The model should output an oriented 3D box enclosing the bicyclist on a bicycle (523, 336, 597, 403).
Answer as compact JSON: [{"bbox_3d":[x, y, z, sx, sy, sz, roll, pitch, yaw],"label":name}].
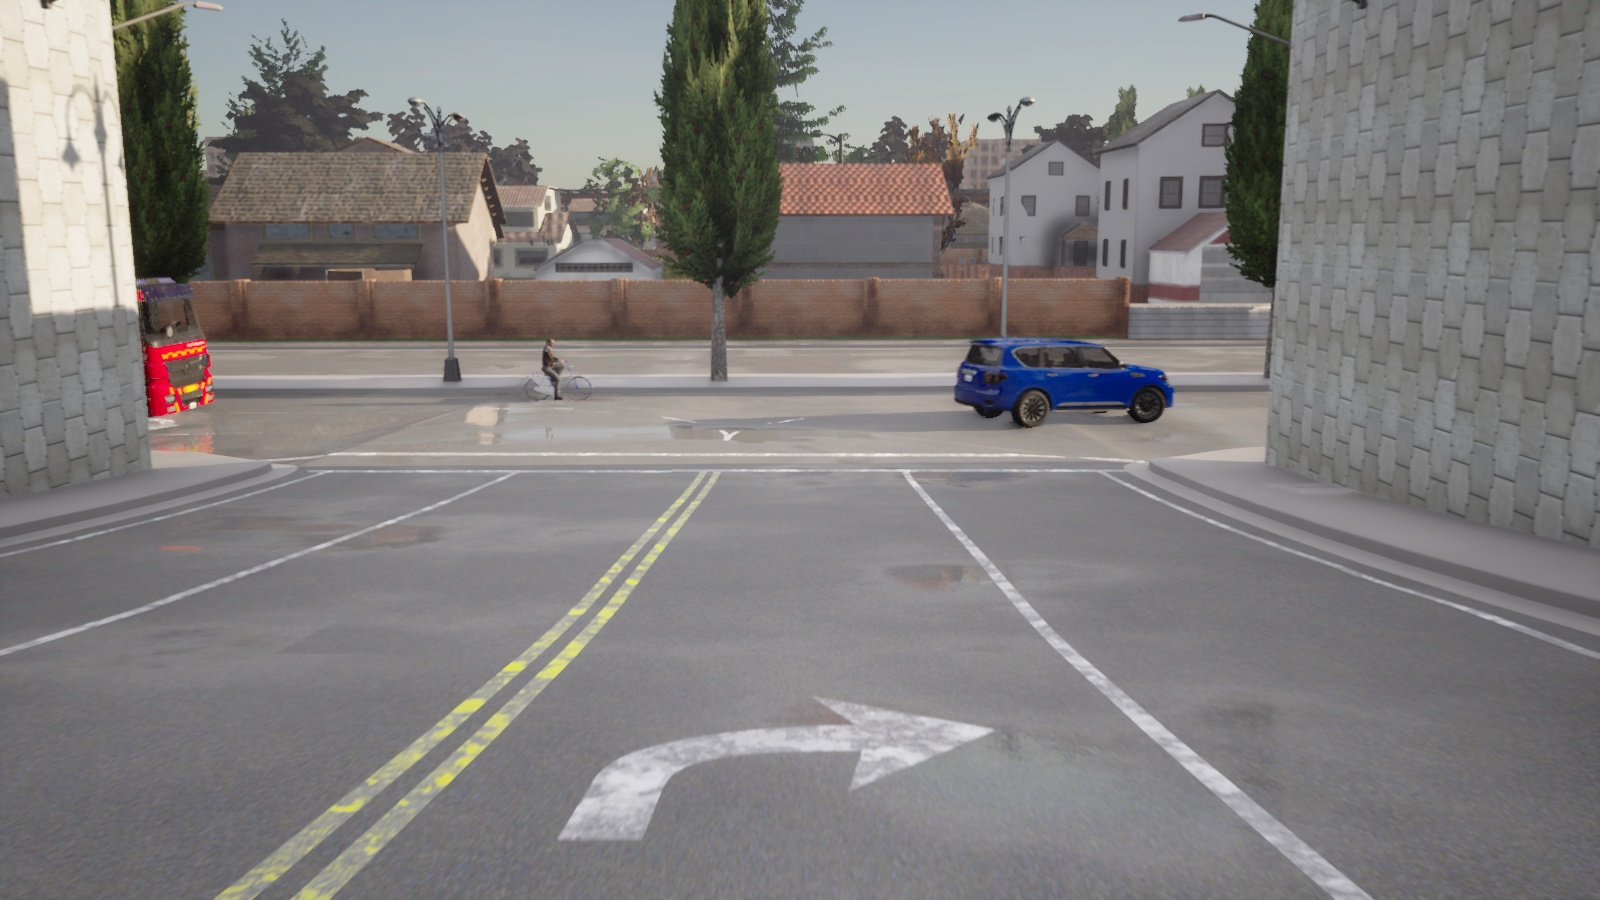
[{"bbox_3d":[-6.557,-2.202,34.404,1.843,1.776,0.659,0,9,-1],"label":"bicyclist on a bicycle"}]

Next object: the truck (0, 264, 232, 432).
[{"bbox_3d":[-18.872,-2.547,30.603,8.468,3.827,2.891,0,10,-1],"label":"truck"}]

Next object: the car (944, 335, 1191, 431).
[{"bbox_3d":[6.547,-1.724,30.830,5.566,2.045,2.150,-2,10,-21],"label":"car"}]
